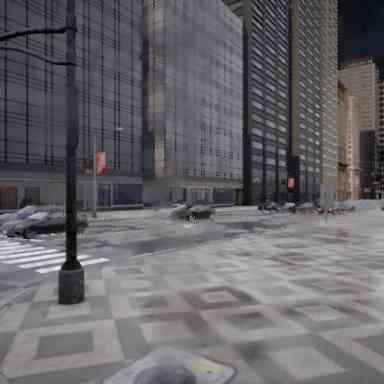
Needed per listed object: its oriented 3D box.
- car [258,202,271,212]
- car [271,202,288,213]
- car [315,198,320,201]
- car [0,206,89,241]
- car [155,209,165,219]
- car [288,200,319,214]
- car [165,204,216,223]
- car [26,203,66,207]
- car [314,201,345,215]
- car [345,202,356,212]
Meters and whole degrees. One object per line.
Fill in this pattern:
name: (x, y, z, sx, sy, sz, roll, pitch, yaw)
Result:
car: (11.883, 2.227, 50.835, 2.033, 1.411, 5.357, 0, -1, 36)
car: (13.363, 2.168, 47.370, 1.812, 1.442, 4.674, 0, -1, 36)
car: (20.483, 1.956, 51.638, 2.150, 2.045, 5.566, 0, -1, 36)
car: (-7.760, 1.682, 18.020, 1.812, 1.442, 4.674, 0, -1, 33)
car: (-1.549, 1.898, 32.367, 1.812, 1.442, 4.674, 0, -1, 36)
car: (14.579, 2.102, 43.370, 1.837, 1.490, 4.892, 0, -1, 36)
car: (0.205, 1.819, 29.241, 1.882, 1.535, 5.008, 0, -1, 36)
car: (-9.774, 1.536, 20.994, 2.097, 1.767, 4.553, 0, -1, 36)
car: (17.236, 2.188, 41.495, 1.895, 1.301, 4.718, 0, -1, 36)
car: (23.100, 2.271, 49.709, 2.033, 1.411, 5.357, 0, -1, 36)
